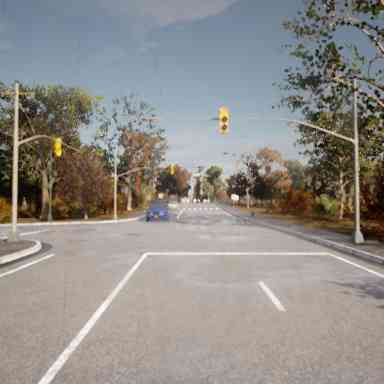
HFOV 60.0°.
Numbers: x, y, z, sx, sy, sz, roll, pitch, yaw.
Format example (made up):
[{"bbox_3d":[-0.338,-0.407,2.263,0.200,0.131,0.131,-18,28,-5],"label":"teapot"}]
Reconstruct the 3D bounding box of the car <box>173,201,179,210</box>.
[{"bbox_3d":[-3.429,2.472,60.876,1.812,1.442,4.674,0,0,1],"label":"car"}]

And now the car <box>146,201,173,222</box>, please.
[{"bbox_3d":[-3.529,2.102,35.037,2.150,2.045,5.566,0,-1,-1],"label":"car"}]
